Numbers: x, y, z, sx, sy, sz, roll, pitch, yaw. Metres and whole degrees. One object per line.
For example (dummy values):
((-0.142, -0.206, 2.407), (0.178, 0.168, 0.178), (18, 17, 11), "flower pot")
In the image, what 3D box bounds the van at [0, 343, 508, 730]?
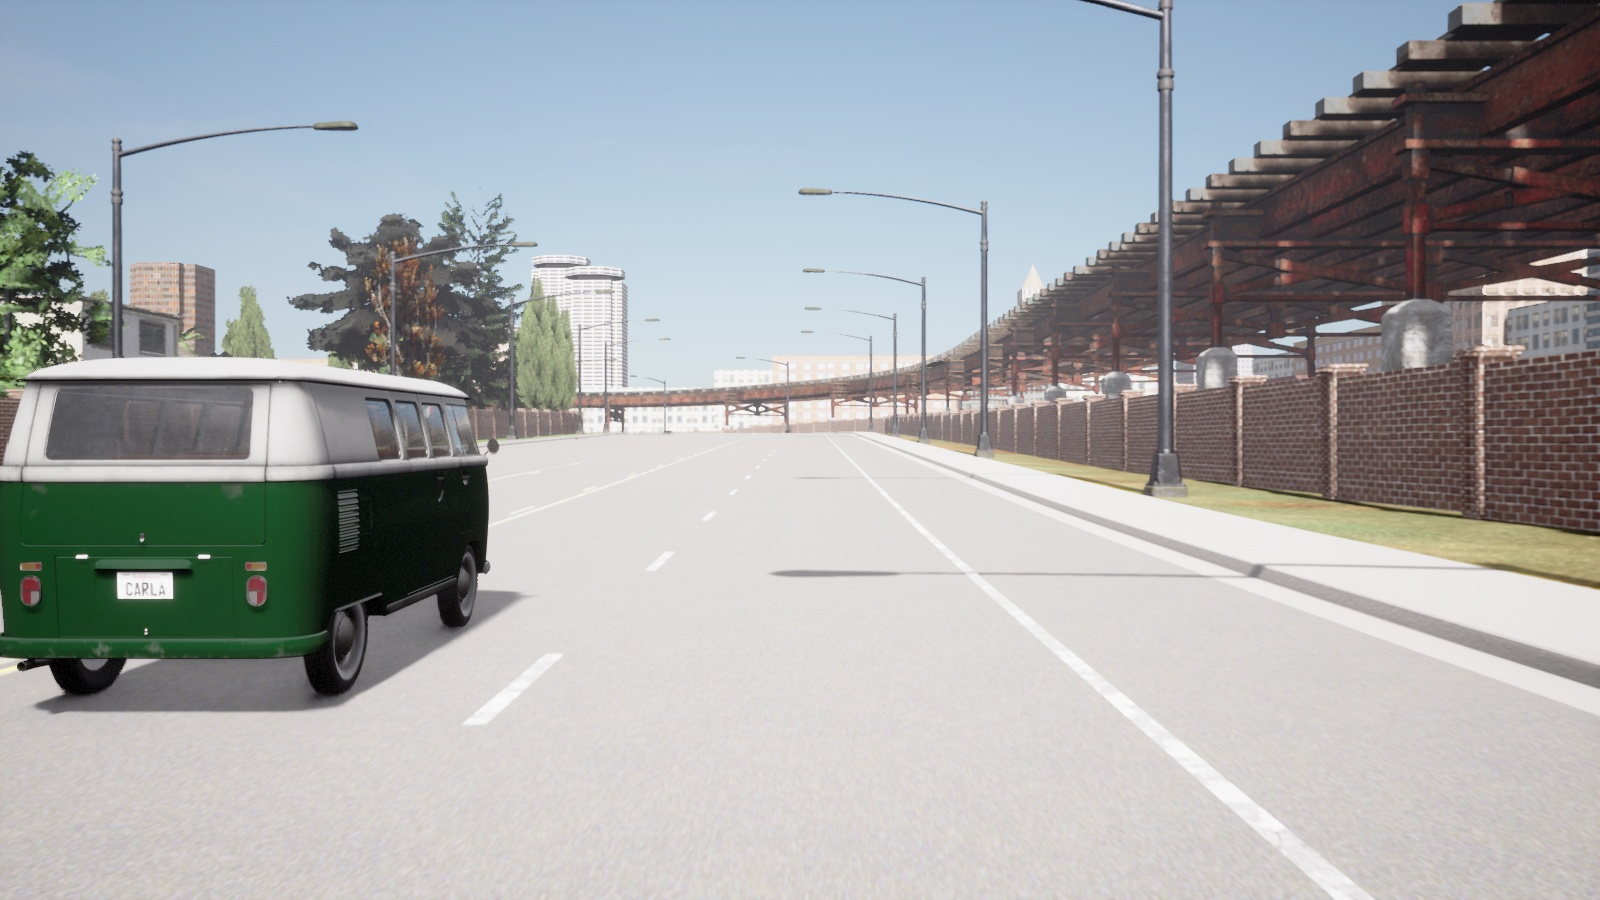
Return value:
((-3.435, 0.417, 8.662), (1.775, 1.987, 4.442), (0, 1, 0), "van")
